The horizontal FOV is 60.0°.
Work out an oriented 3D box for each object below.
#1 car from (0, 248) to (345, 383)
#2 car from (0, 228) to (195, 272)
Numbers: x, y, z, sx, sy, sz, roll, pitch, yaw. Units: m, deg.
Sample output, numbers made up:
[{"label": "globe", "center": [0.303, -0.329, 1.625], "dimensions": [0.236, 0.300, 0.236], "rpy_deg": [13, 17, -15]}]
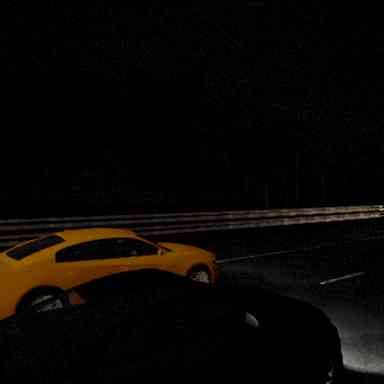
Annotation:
[{"label": "car", "center": [-0.244, 1.575, 3.572], "dimensions": [4.181, 1.385, 1.994], "rpy_deg": [0, 0, -36]}, {"label": "car", "center": [-1.704, 1.493, 6.830], "dimensions": [5.008, 1.535, 1.882], "rpy_deg": [0, 0, -36]}]
